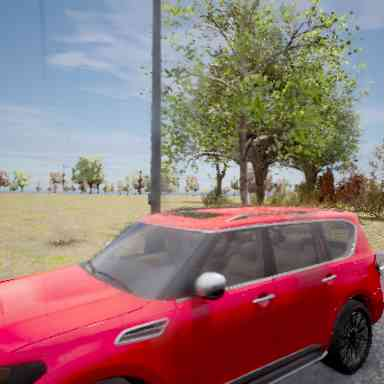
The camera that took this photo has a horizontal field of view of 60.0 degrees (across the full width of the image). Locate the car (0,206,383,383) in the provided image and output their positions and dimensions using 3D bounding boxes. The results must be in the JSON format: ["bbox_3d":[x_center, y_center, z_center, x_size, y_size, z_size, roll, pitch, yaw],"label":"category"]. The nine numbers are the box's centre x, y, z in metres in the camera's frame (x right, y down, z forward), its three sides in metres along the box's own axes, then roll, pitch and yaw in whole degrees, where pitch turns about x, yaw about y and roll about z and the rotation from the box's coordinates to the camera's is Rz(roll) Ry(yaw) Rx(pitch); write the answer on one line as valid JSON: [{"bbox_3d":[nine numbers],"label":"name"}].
[{"bbox_3d":[0.179,1.237,4.121,5.566,2.045,2.150,0,0,-35],"label":"car"}]
